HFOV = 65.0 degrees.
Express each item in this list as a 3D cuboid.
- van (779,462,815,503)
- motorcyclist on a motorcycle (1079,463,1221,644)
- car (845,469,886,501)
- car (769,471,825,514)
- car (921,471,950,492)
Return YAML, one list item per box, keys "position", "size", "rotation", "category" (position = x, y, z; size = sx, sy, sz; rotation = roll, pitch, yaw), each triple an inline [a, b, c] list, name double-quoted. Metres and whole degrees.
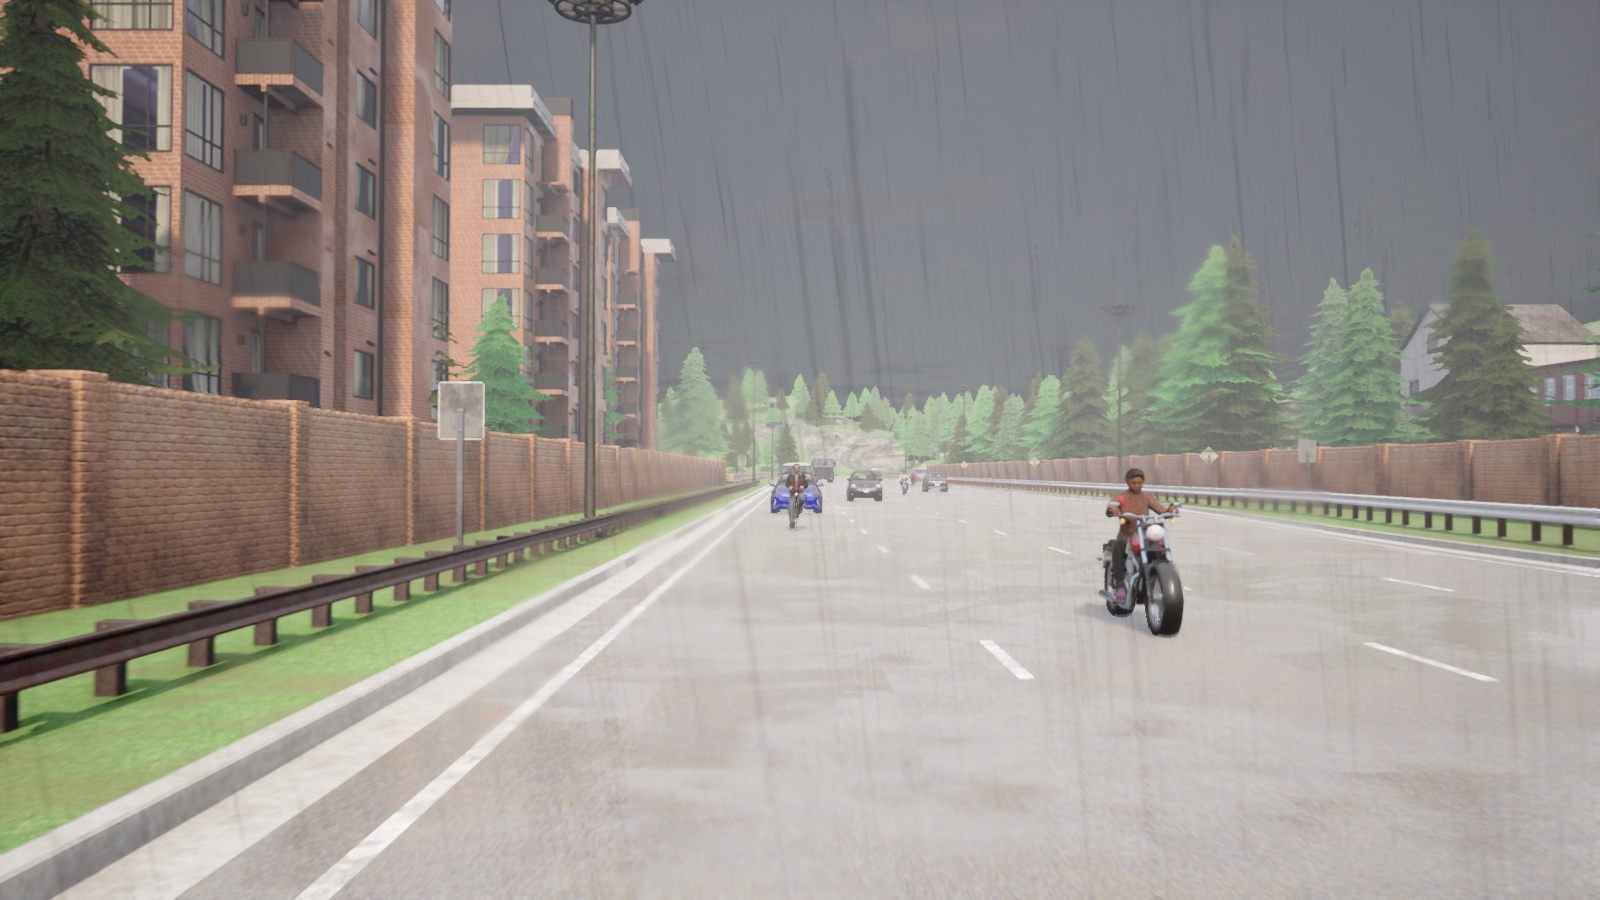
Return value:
- position: [-0.157, 1.647, 64.421]
  size: [1.775, 1.987, 4.442]
  rotation: [0, -1, 0]
  category: "van"
- position: [3.469, 0.963, 12.681]
  size: [0.766, 1.649, 2.350]
  rotation: [0, -1, 0]
  category: "motorcyclist on a motorcycle"
- position: [3.342, 1.784, 64.776]
  size: [1.851, 1.617, 3.988]
  rotation: [0, -1, 0]
  category: "car"
- position: [-0.114, 1.546, 46.831]
  size: [2.007, 1.525, 4.514]
  rotation: [0, -1, 0]
  category: "car"
- position: [10.269, 2.344, 95.086]
  size: [1.789, 1.549, 3.705]
  rotation: [0, -1, 0]
  category: "car"
